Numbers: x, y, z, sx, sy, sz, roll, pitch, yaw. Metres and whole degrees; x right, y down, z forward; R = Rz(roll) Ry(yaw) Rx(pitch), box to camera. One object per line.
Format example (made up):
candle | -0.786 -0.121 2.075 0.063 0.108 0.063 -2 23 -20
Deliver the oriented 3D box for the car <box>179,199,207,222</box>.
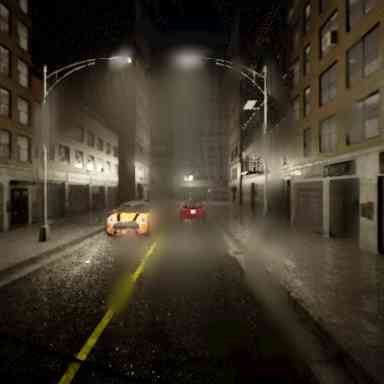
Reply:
car | 0.085 1.456 26.264 2.163 1.488 4.792 0 0 0

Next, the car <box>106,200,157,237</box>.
car | -3.111 1.319 17.877 2.097 1.767 4.553 0 0 0

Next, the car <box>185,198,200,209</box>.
car | 0.073 1.545 45.006 1.895 1.301 4.718 0 0 0
